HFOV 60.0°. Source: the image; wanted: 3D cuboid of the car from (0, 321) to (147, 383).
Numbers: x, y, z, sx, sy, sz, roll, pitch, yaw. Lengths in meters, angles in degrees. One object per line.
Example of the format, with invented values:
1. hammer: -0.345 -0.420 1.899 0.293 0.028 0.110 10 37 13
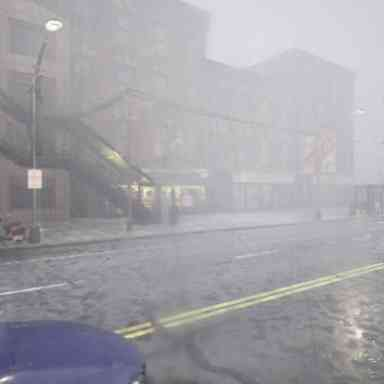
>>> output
1. car: -2.485 1.526 1.977 4.674 1.442 1.812 0 0 -35
